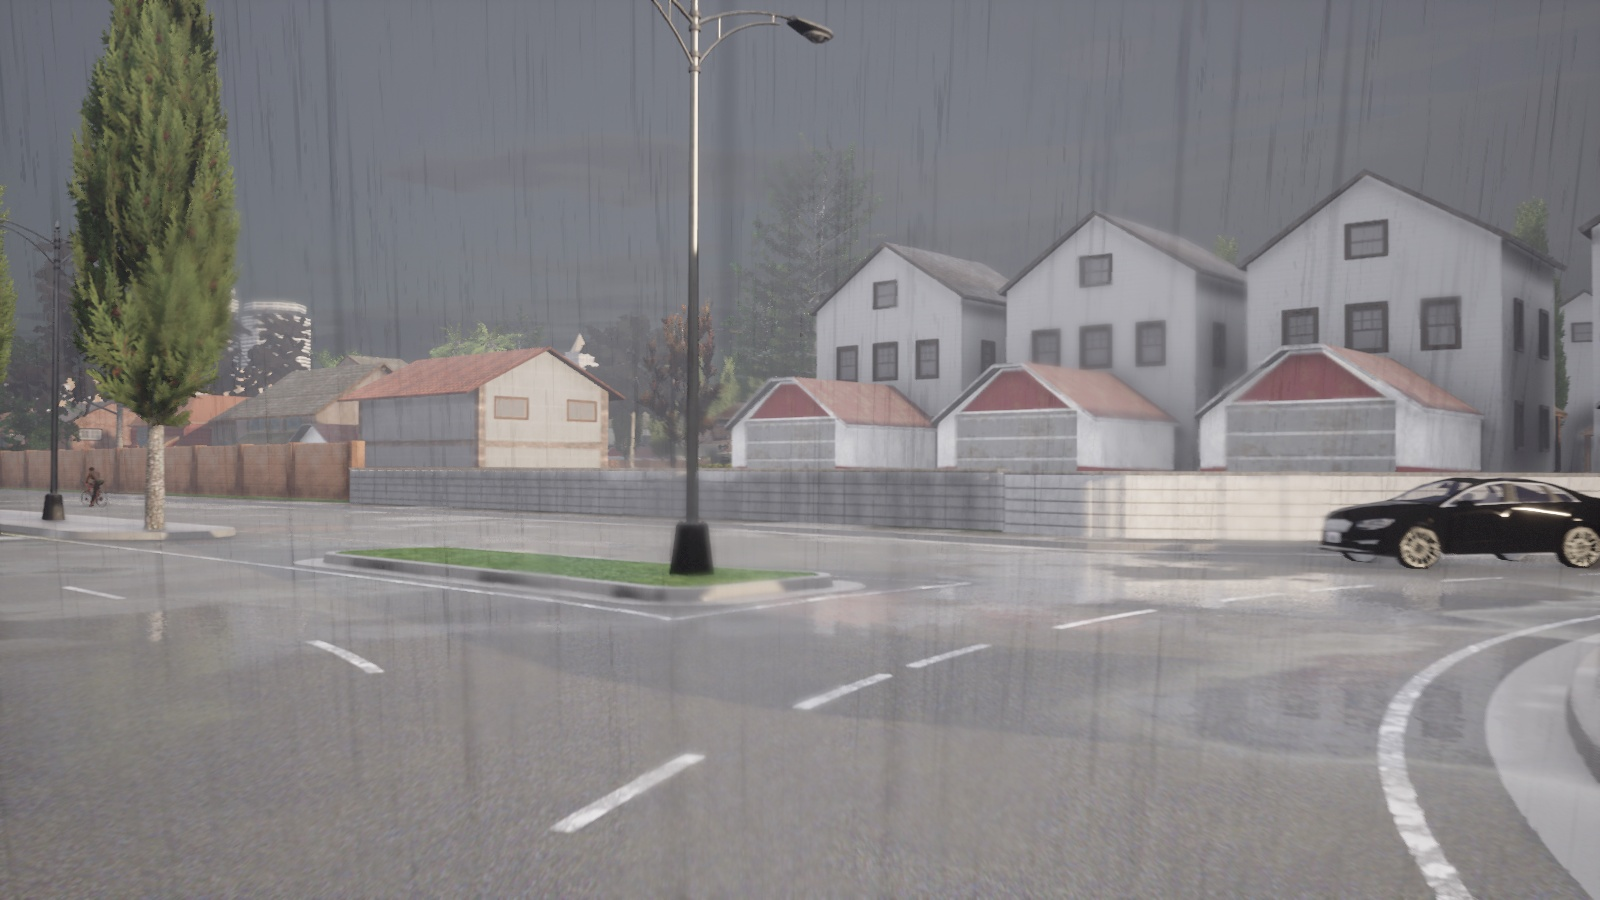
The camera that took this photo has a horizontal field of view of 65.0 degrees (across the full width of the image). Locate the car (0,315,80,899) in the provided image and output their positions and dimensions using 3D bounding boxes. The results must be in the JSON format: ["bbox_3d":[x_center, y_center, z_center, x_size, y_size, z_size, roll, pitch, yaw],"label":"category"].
[{"bbox_3d":[-3.427,0.573,1.481,2.150,2.045,5.566,0,-1,-3],"label":"car"}]

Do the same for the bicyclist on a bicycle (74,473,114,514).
[{"bbox_3d":[-28.208,1.726,50.157,1.656,1.620,0.582,-1,-1,28],"label":"bicyclist on a bicycle"}]

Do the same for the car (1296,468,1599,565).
[{"bbox_3d":[11.306,1.080,21.362,4.902,1.511,2.128,0,-1,-8],"label":"car"}]
